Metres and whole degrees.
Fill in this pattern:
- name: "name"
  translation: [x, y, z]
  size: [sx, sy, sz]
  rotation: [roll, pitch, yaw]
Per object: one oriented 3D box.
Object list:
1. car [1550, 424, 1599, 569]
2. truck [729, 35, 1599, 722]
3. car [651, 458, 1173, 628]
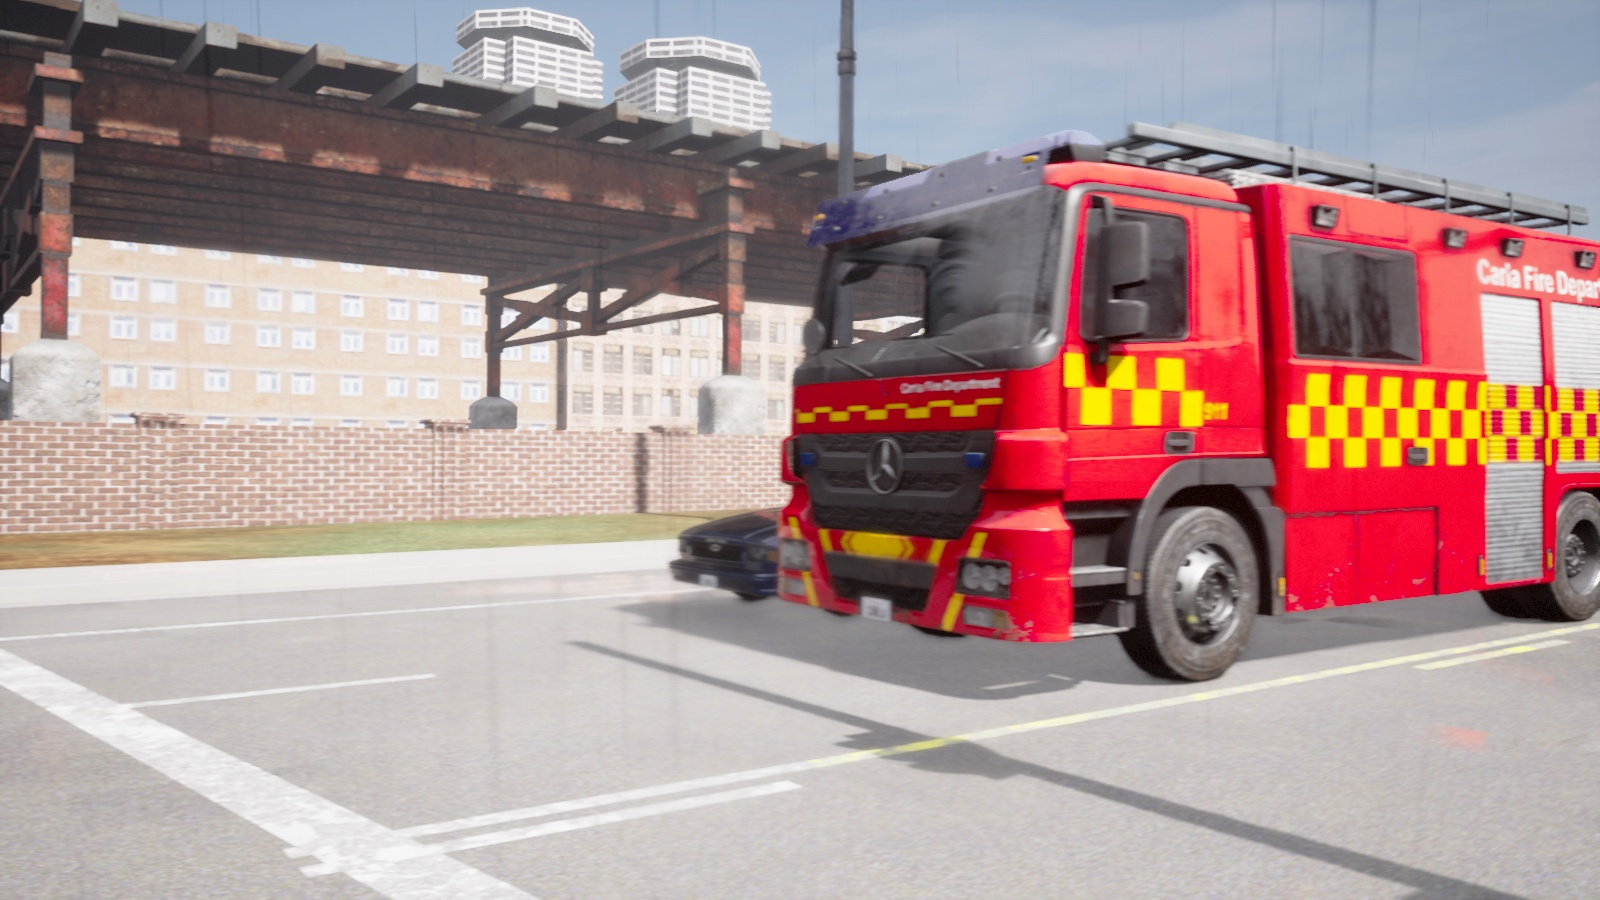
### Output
- name: "car"
  translation: [11.881, 0.547, 16.197]
  size: [4.553, 1.767, 2.097]
  rotation: [-1, 0, -35]
- name: "truck"
  translation: [3.808, -0.420, 10.542]
  size: [8.468, 3.827, 2.891]
  rotation: [0, 0, -33]
- name: "car"
  translation: [1.312, 0.813, 13.104]
  size: [5.357, 1.411, 2.033]
  rotation: [0, 0, -35]
